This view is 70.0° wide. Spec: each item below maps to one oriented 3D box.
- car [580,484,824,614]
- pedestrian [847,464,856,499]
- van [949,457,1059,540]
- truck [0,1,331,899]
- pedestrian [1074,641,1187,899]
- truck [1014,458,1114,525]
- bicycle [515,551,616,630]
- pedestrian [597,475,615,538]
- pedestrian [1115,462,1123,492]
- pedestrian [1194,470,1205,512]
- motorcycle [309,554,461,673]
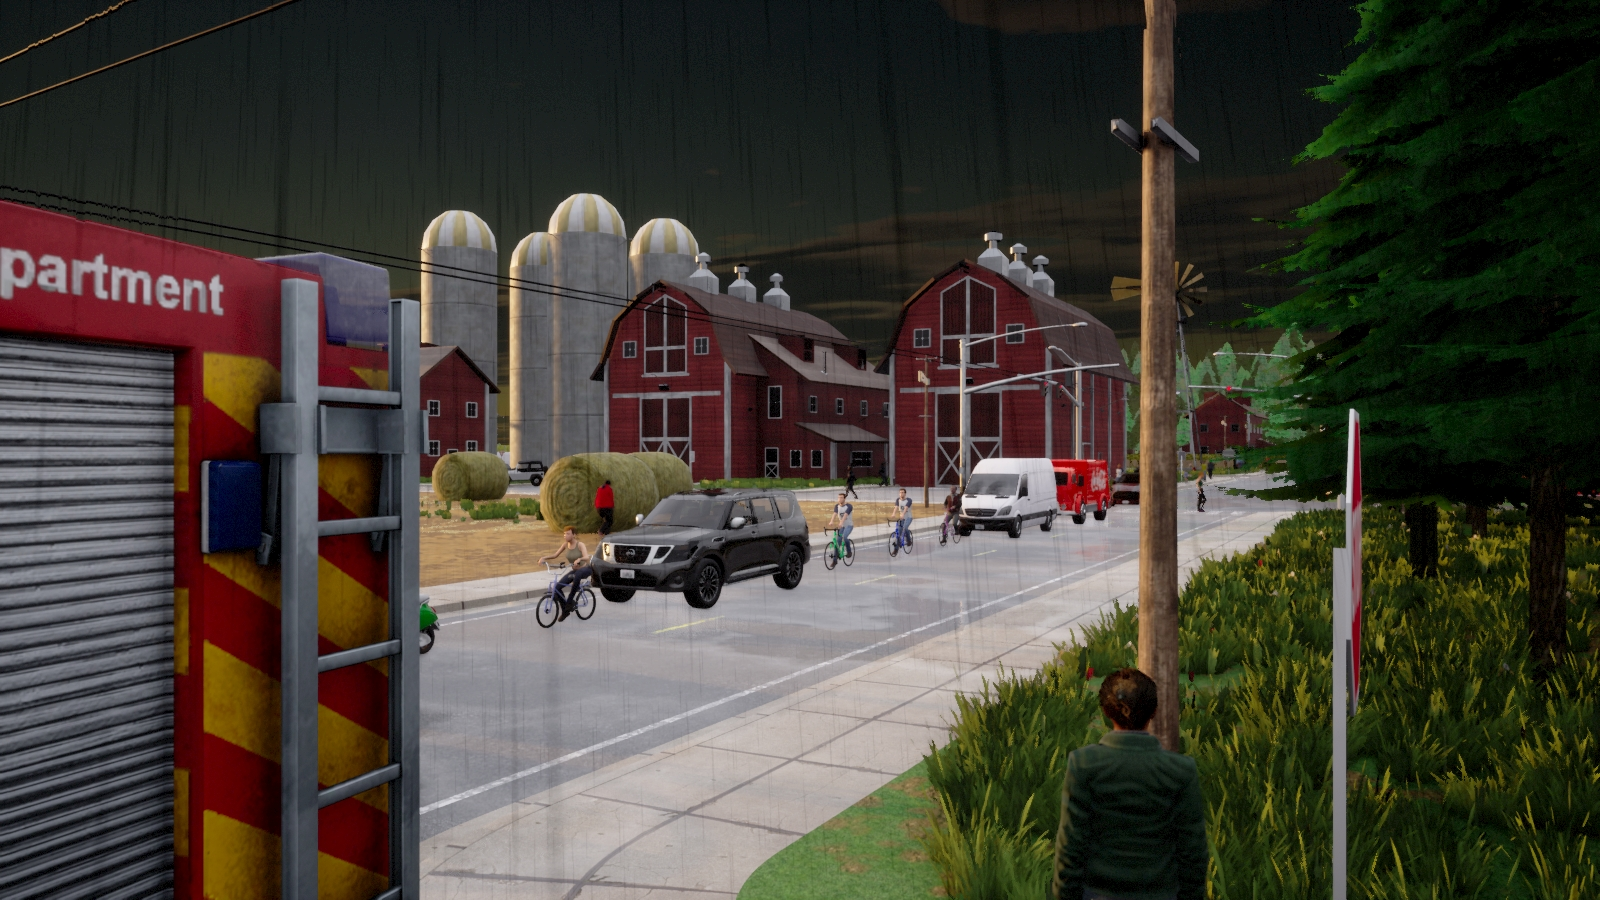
[{"bbox_3d":[-1.719,1.779,22.436,2.150,2.045,5.566,0,0,27],"label":"car"},{"bbox_3d":[2.744,1.669,60.827,0.375,1.860,0.375,0,0,27],"label":"pedestrian"},{"bbox_3d":[7.070,1.534,38.952,1.988,2.561,5.915,0,0,28],"label":"van"},{"bbox_3d":[-5.989,0.867,3.780,8.468,3.827,2.891,0,0,20],"label":"truck"},{"bbox_3d":[1.192,1.663,4.156,0.375,1.860,0.375,0,0,13],"label":"pedestrian"},{"bbox_3d":[10.563,1.568,45.377,2.627,2.467,5.204,0,0,28],"label":"truck"},{"bbox_3d":[-3.790,2.256,18.590,0.859,1.080,1.487,0,0,28],"label":"bicycle"},{"bbox_3d":[-5.789,1.681,34.059,0.375,1.860,0.375,0,0,33],"label":"pedestrian"},{"bbox_3d":[19.932,1.694,71.382,0.375,1.860,0.375,0,0,30],"label":"pedestrian"},{"bbox_3d":[17.987,1.841,51.482,0.375,1.860,0.375,0,0,34],"label":"pedestrian"},{"bbox_3d":[-5.526,2.142,15.319,0.856,1.316,1.805,0,0,28],"label":"motorcycle"}]
